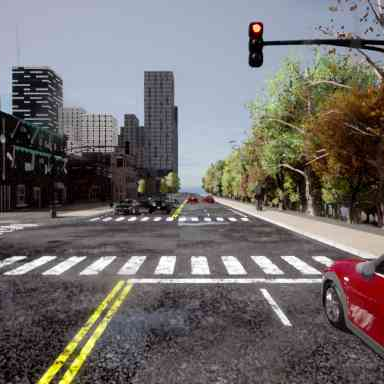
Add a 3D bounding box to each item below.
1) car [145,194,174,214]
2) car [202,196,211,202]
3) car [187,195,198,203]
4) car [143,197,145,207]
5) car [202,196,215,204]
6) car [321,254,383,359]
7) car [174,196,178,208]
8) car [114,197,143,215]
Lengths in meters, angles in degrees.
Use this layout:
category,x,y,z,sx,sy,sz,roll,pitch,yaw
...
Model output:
category,x,y,z,sx,sy,sz,roll,pitch,yaw
car,-3.357,1.210,35.746,2.150,2.045,5.566,0,0,-1
car,3.266,1.523,75.435,1.994,1.385,4.181,0,0,0
car,0.111,1.327,65.959,2.097,1.767,4.553,0,0,0
car,-6.587,1.462,45.959,1.882,1.535,5.008,0,0,0
car,3.362,1.453,65.291,1.882,1.535,5.008,0,0,0
car,3.349,1.351,4.119,2.097,1.767,4.553,0,0,0
car,-3.340,1.489,46.041,1.837,1.490,4.892,0,0,0
car,-6.597,1.495,34.151,1.837,1.490,4.892,0,0,0
